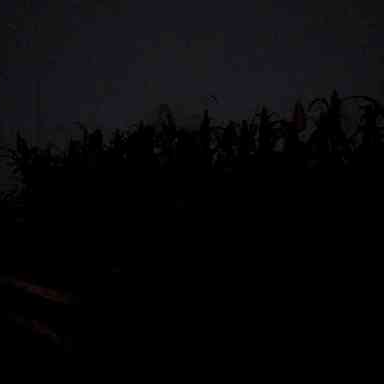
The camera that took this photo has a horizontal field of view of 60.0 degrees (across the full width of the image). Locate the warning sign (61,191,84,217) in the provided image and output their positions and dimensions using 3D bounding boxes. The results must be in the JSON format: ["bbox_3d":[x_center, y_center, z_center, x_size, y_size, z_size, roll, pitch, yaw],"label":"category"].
[{"bbox_3d":[-9.170,0.884,25.480,1.300,1.860,1.060,2,1,35],"label":"warning sign"}]
